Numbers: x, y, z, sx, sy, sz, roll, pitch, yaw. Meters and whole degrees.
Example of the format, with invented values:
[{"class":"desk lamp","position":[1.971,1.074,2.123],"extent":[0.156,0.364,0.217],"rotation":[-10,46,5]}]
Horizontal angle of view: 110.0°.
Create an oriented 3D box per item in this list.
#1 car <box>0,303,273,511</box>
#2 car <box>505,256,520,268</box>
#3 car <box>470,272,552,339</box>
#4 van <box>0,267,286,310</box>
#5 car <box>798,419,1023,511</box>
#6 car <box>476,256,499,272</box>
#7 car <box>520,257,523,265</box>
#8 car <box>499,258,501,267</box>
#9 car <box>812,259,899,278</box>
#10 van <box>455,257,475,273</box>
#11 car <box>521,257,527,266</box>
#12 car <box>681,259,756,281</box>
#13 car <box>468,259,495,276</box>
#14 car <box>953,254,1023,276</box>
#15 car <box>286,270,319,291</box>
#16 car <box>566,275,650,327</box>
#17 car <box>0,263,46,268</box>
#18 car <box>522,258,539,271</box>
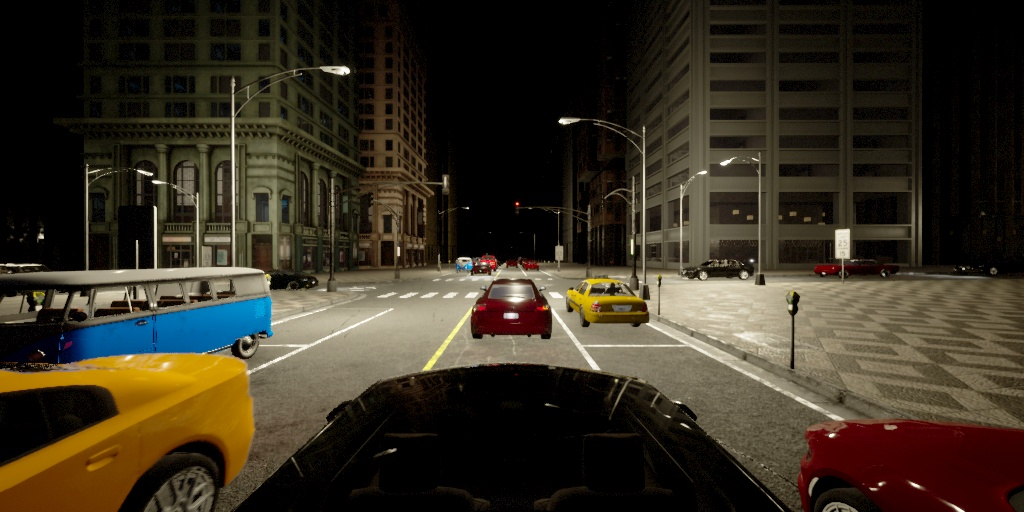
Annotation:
[{"class":"car","position":[-3.059,1.228,0.835],"extent":[1.882,1.535,5.008],"rotation":[0,0,0]},{"class":"car","position":[0.016,1.260,62.882],"extent":[1.882,1.535,5.008],"rotation":[0,0,0]},{"class":"car","position":[0.022,1.315,10.070],"extent":[1.994,1.385,4.181],"rotation":[0,0,1]},{"class":"van","position":[-5.767,1.091,5.723],"extent":[1.690,1.789,3.998],"rotation":[0,0,0]},{"class":"car","position":[2.765,1.295,0.553],"extent":[1.888,1.381,4.507],"rotation":[0,0,0]},{"class":"car","position":[-3.163,0.989,47.441],"extent":[2.150,2.045,5.566],"rotation":[0,0,-1]},{"class":"car","position":[2.697,1.325,60.277],"extent":[1.888,1.381,4.507],"rotation":[0,0,0]},{"class":"car","position":[-3.159,1.378,57.547],"extent":[1.895,1.301,4.718],"rotation":[0,0,0]},{"class":"car","position":[24.798,0.905,25.979],"extent":[4.718,1.301,1.895],"rotation":[-1,0,0]},{"class":"van","position":[-5.834,1.106,43.707],"extent":[1.690,1.789,3.998],"rotation":[0,0,0]},{"class":"car","position":[2.706,1.319,54.751],"extent":[1.888,1.381,4.507],"rotation":[0,0,0]},{"class":"car","position":[14.879,0.975,26.004],"extent":[4.892,1.490,1.837],"rotation":[-1,0,0]},{"class":"car","position":[-3.140,1.325,37.814],"extent":[1.994,1.385,4.181],"rotation":[0,0,1]},{"class":"car","position":[35.130,0.641,25.946],"extent":[4.892,1.490,1.837],"rotation":[-1,0,0]},{"class":"car","position":[-14.816,1.551,23.018],"extent":[4.181,1.385,1.994],"rotation":[-1,0,-4]},{"class":"car","position":[2.757,1.276,11.303],"extent":[1.751,1.417,4.829],"rotation":[0,0,0]},{"class":"car","position":[-31.395,1.498,22.908],"extent":[5.566,2.045,2.150],"rotation":[-1,0,0]},{"class":"car","position":[2.714,1.314,49.226],"extent":[1.888,1.381,4.507],"rotation":[0,0,0]}]
